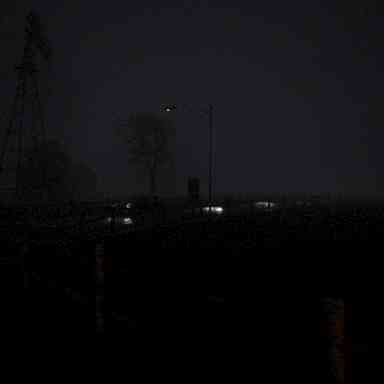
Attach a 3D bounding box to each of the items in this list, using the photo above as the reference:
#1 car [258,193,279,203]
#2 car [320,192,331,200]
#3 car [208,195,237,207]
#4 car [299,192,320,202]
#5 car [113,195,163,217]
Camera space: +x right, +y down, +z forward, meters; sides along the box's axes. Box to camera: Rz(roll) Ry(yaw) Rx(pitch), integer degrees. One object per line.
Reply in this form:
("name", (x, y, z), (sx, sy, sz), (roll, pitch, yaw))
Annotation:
("car", (11.707, 0.827, 50.445), (1.812, 1.442, 4.674), (1, 1, 36))
("car", (24.746, 0.710, 62.554), (1.994, 1.385, 4.181), (1, 1, 36))
("car", (3.666, 1.045, 39.219), (1.994, 1.385, 4.181), (1, 1, 35))
("car", (18.947, 0.800, 54.370), (1.812, 1.442, 4.674), (1, 2, 35))
("car", (-4.455, 1.018, 27.763), (2.097, 1.767, 4.553), (1, 2, 35))
